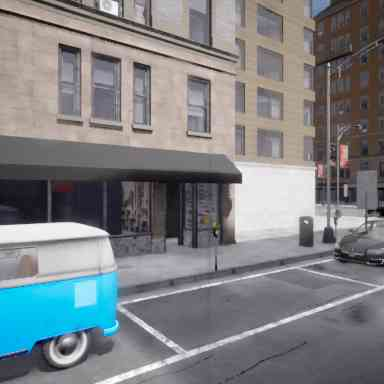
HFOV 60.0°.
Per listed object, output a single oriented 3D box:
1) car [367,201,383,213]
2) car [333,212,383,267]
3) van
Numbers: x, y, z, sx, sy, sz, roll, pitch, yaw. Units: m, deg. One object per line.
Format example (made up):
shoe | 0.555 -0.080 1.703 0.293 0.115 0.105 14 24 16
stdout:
car | 16.769 1.422 26.870 1.882 1.535 5.008 0 0 -36
car | 6.300 1.550 10.674 4.403 1.369 2.008 0 0 -35
van | -2.923 1.341 4.105 3.998 1.788 1.690 0 0 -35
